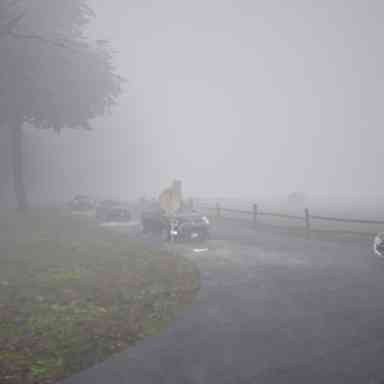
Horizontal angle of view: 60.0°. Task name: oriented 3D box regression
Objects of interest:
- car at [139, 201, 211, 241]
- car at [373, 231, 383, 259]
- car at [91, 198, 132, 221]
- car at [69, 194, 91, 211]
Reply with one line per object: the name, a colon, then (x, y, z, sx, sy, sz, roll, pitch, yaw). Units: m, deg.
car: (-0.953, 1.262, 16.374, 2.097, 1.767, 4.553, -1, 1, -28)
car: (8.133, 1.524, 9.769, 4.902, 1.511, 2.128, 2, 4, 18)
car: (-6.193, 1.321, 25.899, 1.837, 1.490, 4.892, -1, 1, -29)
car: (-12.440, 1.078, 37.226, 2.097, 1.767, 4.553, -1, 1, -29)
